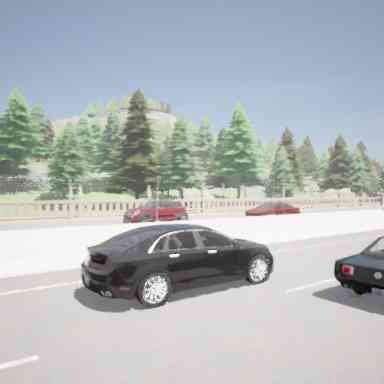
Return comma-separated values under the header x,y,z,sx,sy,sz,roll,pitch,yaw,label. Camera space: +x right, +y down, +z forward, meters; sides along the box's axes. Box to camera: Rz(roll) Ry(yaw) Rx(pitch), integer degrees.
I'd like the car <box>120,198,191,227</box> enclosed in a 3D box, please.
x,y,z,sx,sy,sz,roll,pitch,yaw,label
-2.547,1.374,23.659,4.553,1.767,2.097,0,0,-35,car

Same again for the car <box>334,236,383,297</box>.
x,y,z,sx,sy,sz,roll,pitch,yaw,label
5.358,1.623,7.559,4.718,1.301,1.895,0,0,-35,car

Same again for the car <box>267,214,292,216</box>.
x,y,z,sx,sy,sz,roll,pitch,yaw,label
6.215,1.525,25.599,5.008,1.535,1.882,0,0,-35,car

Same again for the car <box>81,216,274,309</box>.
x,y,z,sx,sy,sz,roll,pitch,yaw,label
-0.099,1.514,7.958,4.892,1.490,1.837,0,0,-36,car
